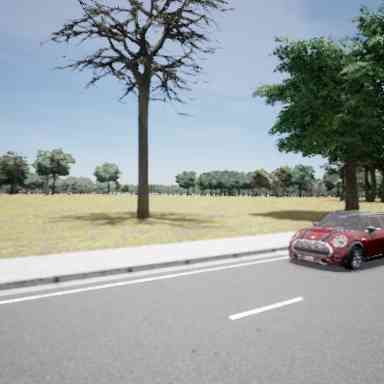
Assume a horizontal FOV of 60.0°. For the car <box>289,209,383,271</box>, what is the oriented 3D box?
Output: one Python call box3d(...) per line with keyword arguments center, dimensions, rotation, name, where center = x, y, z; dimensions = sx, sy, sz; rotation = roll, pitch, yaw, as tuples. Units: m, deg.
box3d(center=(5.434, 1.477, 11.527), dimensions=(4.553, 1.767, 2.097), rotation=(1, 0, -35), name="car")
